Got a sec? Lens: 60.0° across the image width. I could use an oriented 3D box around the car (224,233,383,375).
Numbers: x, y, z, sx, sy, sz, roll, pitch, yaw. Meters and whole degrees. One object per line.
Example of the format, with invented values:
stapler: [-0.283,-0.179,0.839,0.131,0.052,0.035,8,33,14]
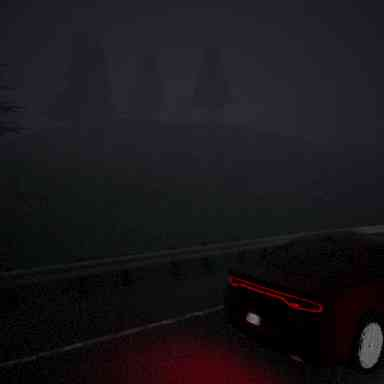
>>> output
car: [2.821,1.433,5.607,5.008,1.535,1.882,-1,0,-34]
